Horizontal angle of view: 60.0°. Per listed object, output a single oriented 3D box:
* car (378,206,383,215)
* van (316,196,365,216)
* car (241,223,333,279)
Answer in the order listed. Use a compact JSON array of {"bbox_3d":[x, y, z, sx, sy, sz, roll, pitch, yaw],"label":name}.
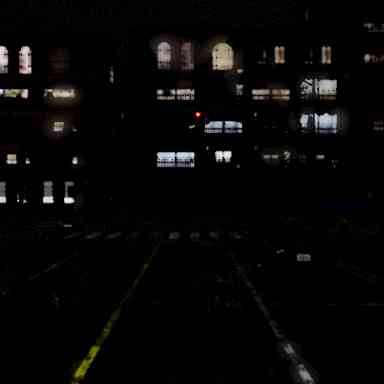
[{"bbox_3d":[18.722,1.403,29.339,4.206,1.307,1.802,0,0,0],"label":"car"},{"bbox_3d":[13.080,1.196,29.309,3.998,1.788,1.690,0,0,0],"label":"van"},{"bbox_3d":[2.573,1.533,9.735,1.947,1.339,4.313,1,0,0],"label":"car"}]
